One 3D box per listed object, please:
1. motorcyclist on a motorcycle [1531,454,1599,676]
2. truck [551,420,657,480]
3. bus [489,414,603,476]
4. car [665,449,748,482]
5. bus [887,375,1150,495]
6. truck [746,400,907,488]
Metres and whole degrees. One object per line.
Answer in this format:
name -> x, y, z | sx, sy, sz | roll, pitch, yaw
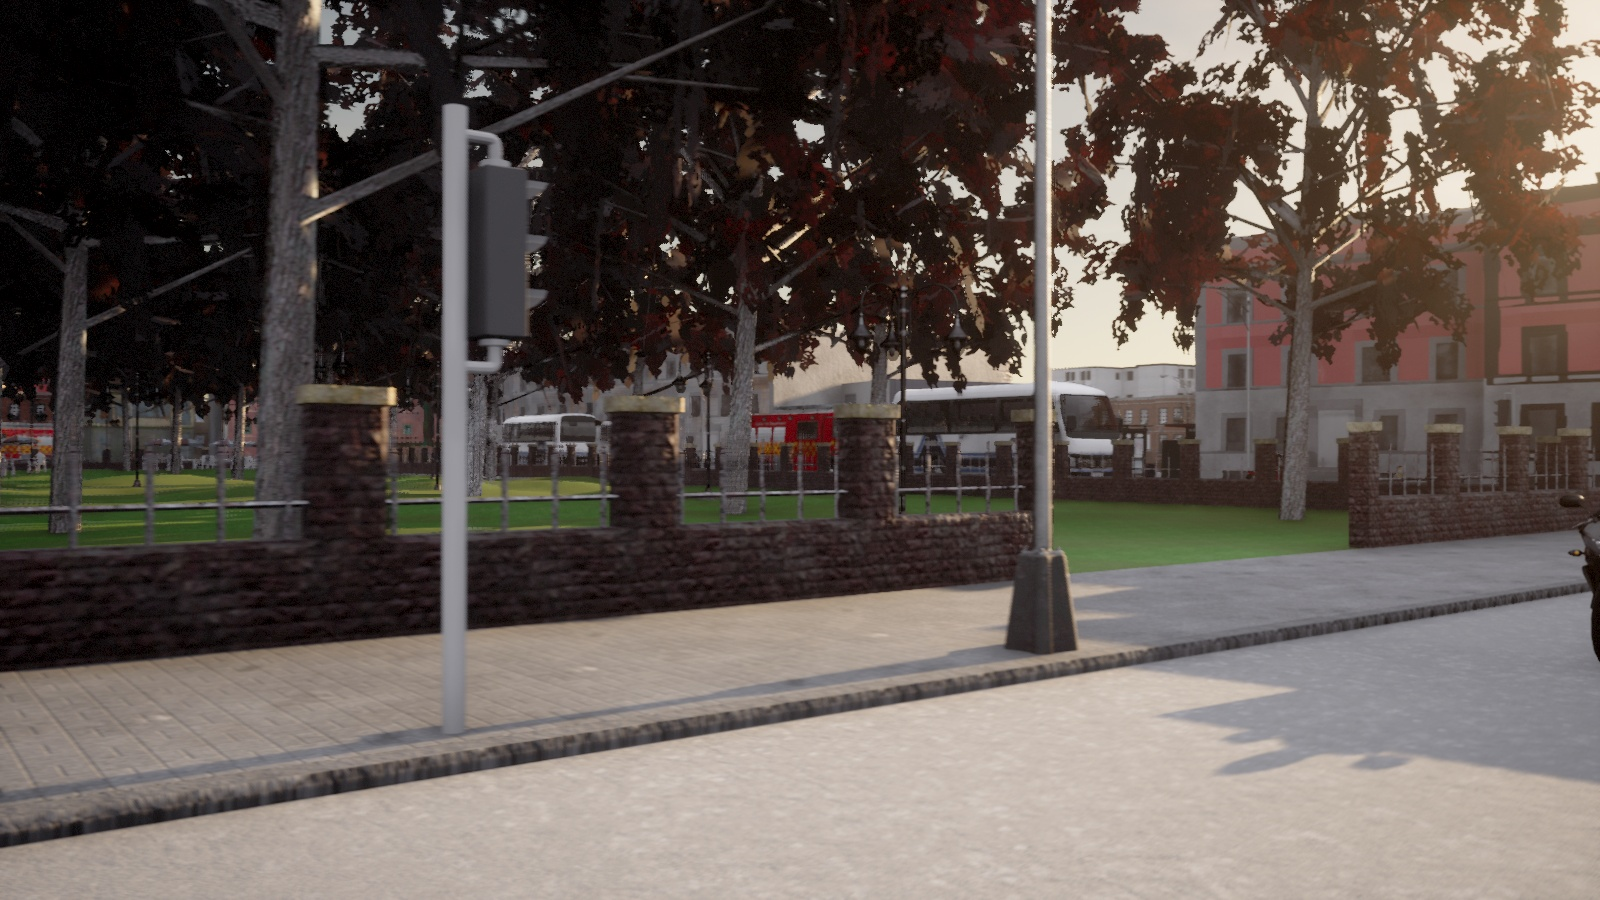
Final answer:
motorcyclist on a motorcycle -> 6.365, 0.792, 9.352 | 2.191, 1.530, 0.866 | 0, 0, -39
truck -> -11.943, 0.014, 75.915 | 2.891, 3.462, 7.936 | 0, 0, -38
bus -> -18.514, -0.321, 90.994 | 3.944, 4.253, 10.273 | 0, 0, -38
car -> -5.034, 0.797, 66.934 | 2.242, 1.667, 4.611 | 0, 0, -38
bus -> 8.313, -0.507, 49.564 | 3.944, 4.253, 10.273 | 0, 0, -37
truck -> 1.075, -0.250, 58.987 | 2.891, 3.827, 8.468 | 0, 0, -37
